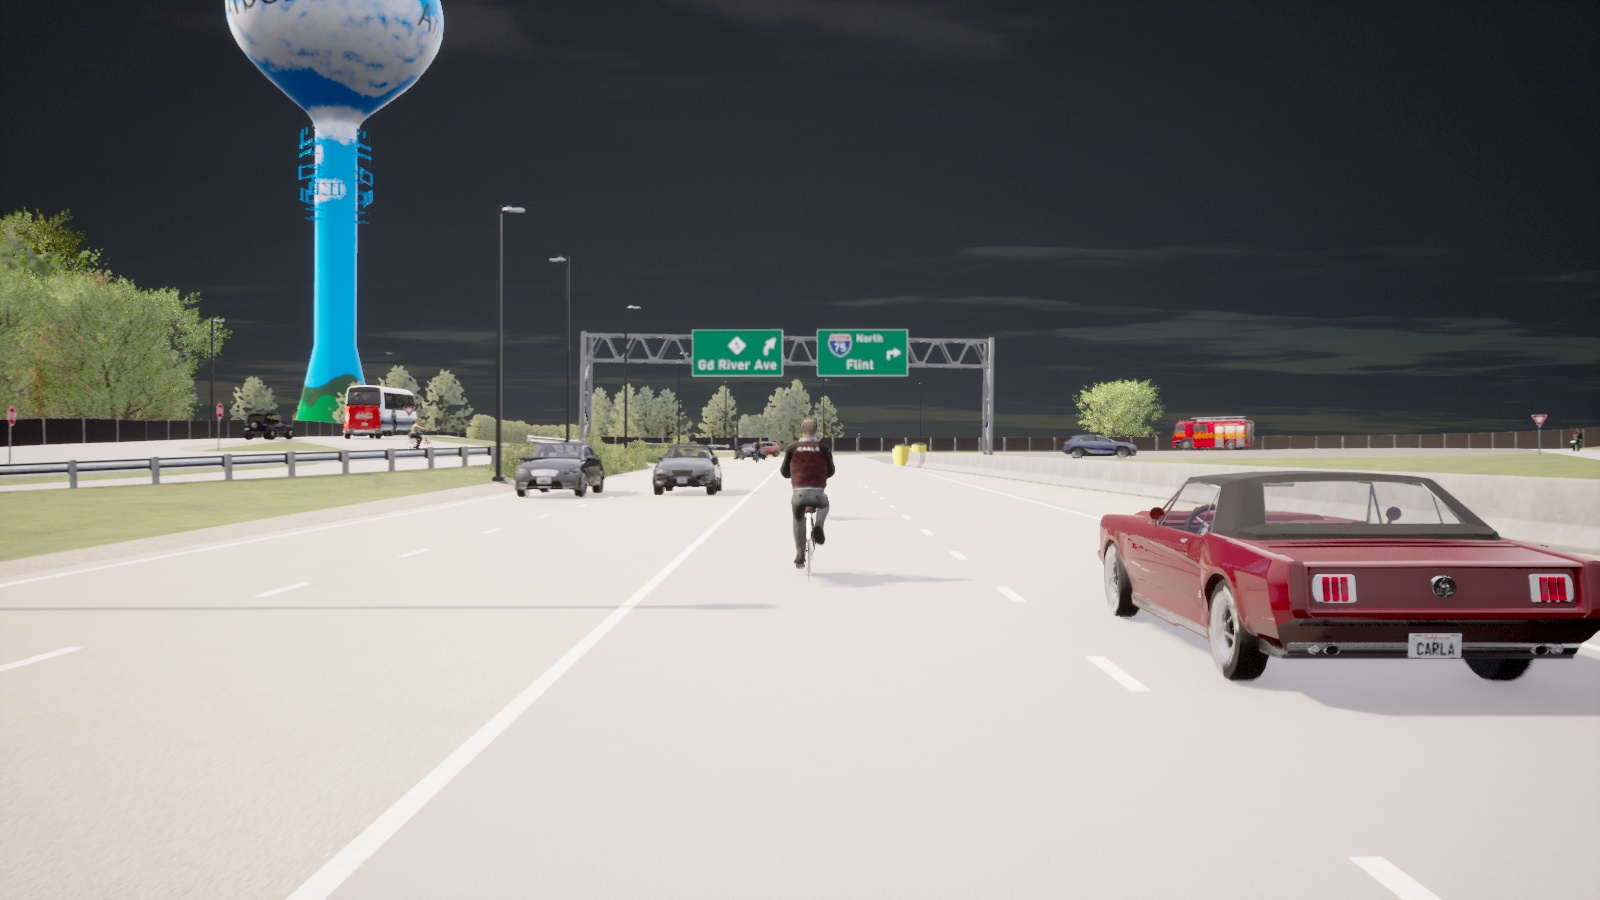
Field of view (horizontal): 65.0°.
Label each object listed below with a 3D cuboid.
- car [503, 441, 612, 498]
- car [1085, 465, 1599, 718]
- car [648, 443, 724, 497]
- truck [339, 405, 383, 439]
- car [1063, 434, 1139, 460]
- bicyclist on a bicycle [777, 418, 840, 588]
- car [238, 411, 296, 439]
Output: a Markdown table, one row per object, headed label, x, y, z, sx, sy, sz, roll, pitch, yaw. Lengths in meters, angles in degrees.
| label | x | y | z | sx | sy | sz | roll | pitch | yaw |
| --- | --- | --- | --- | --- | --- | --- | --- | --- | --- |
| car | -6.782 | 0.492 | 35.647 | 2.128 | 1.511 | 4.902 | 0 | 0 | 0 |
| car | 3.568 | 0.801 | 9.226 | 1.895 | 1.301 | 4.718 | 0 | 0 | 0 |
| car | -3.275 | 0.548 | 36.846 | 1.816 | 1.474 | 4.193 | 0 | 0 | 0 |
| truck | -32.803 | -2.129 | 93.807 | 2.627 | 2.467 | 5.204 | -1 | 2 | -24 |
| car | 19.942 | -0.183 | 83.263 | 4.856 | 1.649 | 2.033 | 0 | 0 | 14 |
| bicyclist on a bicycle | 0.096 | 0.542 | 14.048 | 0.659 | 1.776 | 1.843 | 0 | 1 | 0 |
| car | -36.086 | -1.712 | 85.133 | 1.905 | 1.878 | 3.866 | 0 | 1 | 7 |
